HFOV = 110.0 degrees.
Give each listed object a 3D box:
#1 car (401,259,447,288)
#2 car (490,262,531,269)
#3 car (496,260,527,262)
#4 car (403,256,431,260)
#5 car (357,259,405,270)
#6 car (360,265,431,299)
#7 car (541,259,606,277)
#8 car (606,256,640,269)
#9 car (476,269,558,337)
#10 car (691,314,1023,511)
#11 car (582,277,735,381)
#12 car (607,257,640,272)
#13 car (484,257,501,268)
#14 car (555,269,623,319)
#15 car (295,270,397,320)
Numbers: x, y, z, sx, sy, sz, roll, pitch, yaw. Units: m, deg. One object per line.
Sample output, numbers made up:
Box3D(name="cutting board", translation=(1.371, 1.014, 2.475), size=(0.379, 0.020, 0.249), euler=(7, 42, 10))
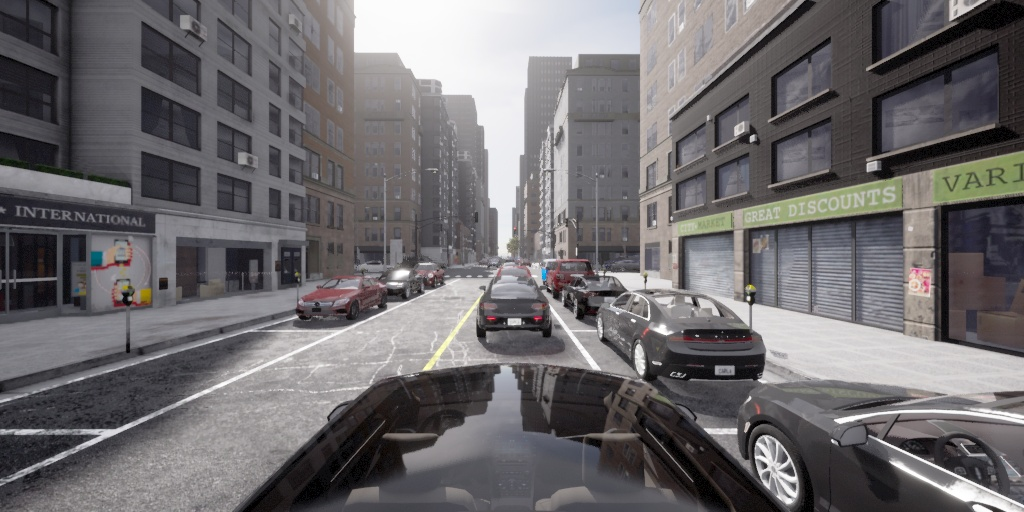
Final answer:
Box3D(name="car", translation=(-5.680, 1.190, 23.554), size=(1.967, 1.591, 4.097), euler=(0, 0, 0))
Box3D(name="car", translation=(0.089, 1.228, 17.574), size=(1.882, 1.535, 5.008), euler=(0, 0, 0))
Box3D(name="car", translation=(0.048, 1.255, 27.746), size=(1.837, 1.490, 4.892), euler=(0, 0, 2))
Box3D(name="car", translation=(-10.807, 0.981, 43.933), size=(5.566, 2.045, 2.150), euler=(0, 0, -7))
Box3D(name="car", translation=(-14.896, 1.285, 40.214), size=(4.674, 1.442, 1.812), euler=(0, 0, 1))
Box3D(name="car", translation=(-5.677, 1.316, 18.029), size=(1.948, 1.339, 4.313), euler=(0, 0, 0))
Box3D(name="car", translation=(2.849, 1.065, 18.041), size=(2.192, 1.841, 5.009), euler=(0, 0, 0))
Box3D(name="car", translation=(14.804, 0.960, 47.105), size=(5.566, 2.045, 2.150), euler=(0, 0, 1))
Box3D(name="car", translation=(0.033, 1.276, 10.169), size=(1.812, 1.442, 4.674), euler=(0, 0, -1))
Box3D(name="car", translation=(2.859, 1.300, 1.470), size=(2.007, 1.370, 4.403), euler=(0, 0, 0))
Box3D(name="car", translation=(2.856, 1.300, 6.993), size=(2.007, 1.370, 4.403), euler=(0, 0, 0))
Box3D(name="car", translation=(14.561, 1.226, 43.675), size=(4.902, 1.511, 2.128), euler=(0, 0, 0))
Box3D(name="car", translation=(-3.273, 1.318, 62.081), size=(2.033, 1.411, 5.357), euler=(0, 0, -1))
Box3D(name="car", translation=(2.852, 1.316, 12.517), size=(1.948, 1.339, 4.313), euler=(0, 0, 0))
Box3D(name="car", translation=(-5.673, 1.332, 12.504), size=(1.802, 1.307, 4.207), euler=(0, 0, 0))
